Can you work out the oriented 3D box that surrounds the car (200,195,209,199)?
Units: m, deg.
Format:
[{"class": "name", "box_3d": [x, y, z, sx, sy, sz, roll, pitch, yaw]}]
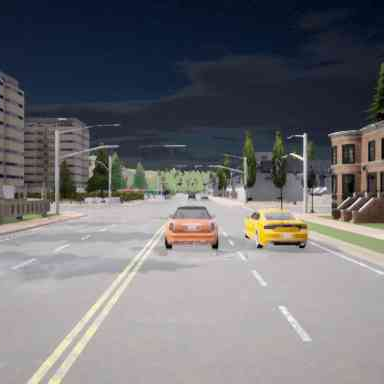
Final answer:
[{"class": "car", "box_3d": [3.500, 1.477, 89.449, 1.895, 1.301, 4.718, 0, 0, 0]}]

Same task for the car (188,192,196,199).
[{"class": "car", "box_3d": [0.000, 1.109, 89.482, 2.150, 2.045, 5.566, 0, 0, 0]}]

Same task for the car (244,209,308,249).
[{"class": "car", "box_3d": [3.500, 1.483, 14.650, 1.882, 1.535, 5.008, 0, 0, 0]}]

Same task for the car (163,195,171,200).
[{"class": "car", "box_3d": [-7.000, 1.493, 93.845, 1.837, 1.490, 4.892, 0, 0, 0]}]

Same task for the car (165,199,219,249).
[{"class": "car", "box_3d": [0.000, 1.364, 14.620, 2.097, 1.767, 4.553, 0, 0, 0]}]
